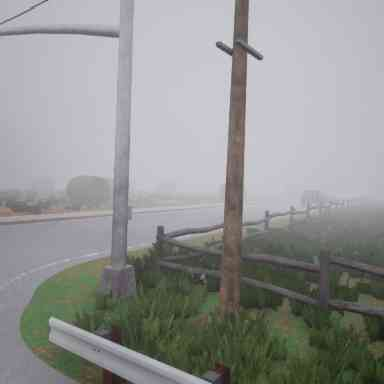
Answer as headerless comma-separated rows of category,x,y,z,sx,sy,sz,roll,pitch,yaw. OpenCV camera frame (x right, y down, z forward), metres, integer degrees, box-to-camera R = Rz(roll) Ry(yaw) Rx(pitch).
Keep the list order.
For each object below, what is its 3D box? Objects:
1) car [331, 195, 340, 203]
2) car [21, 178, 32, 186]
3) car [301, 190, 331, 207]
car,21.170,1.133,50.724,1.994,1.385,4.181,3,2,33
car,-39.167,-2.324,79.239,1.905,1.878,3.866,8,2,-13
car,15.417,0.811,41.827,2.150,2.045,5.566,3,2,34
